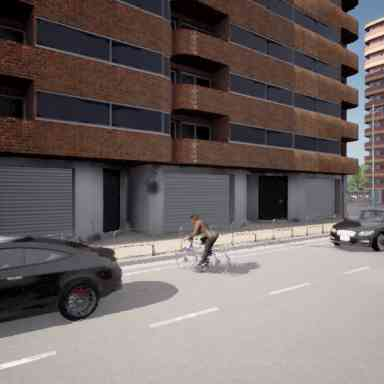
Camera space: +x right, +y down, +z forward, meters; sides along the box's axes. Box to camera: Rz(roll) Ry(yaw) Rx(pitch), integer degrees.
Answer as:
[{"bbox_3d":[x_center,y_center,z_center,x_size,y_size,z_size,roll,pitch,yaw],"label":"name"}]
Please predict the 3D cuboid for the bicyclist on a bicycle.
[{"bbox_3d":[0.254,1.452,9.234,1.656,1.620,0.582,-2,-1,25],"label":"bicyclist on a bicycle"}]

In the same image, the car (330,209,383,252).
[{"bbox_3d":[7.771,1.492,14.042,4.902,1.511,2.128,0,0,-36],"label":"car"}]

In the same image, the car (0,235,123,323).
[{"bbox_3d":[-3.512,1.526,5.767,4.674,1.442,1.812,0,0,-36],"label":"car"}]
